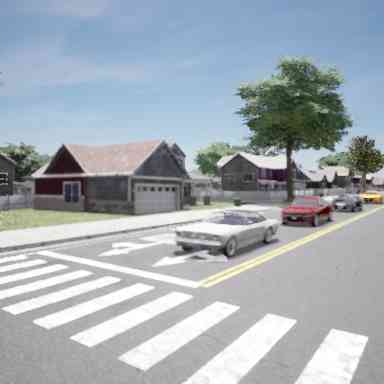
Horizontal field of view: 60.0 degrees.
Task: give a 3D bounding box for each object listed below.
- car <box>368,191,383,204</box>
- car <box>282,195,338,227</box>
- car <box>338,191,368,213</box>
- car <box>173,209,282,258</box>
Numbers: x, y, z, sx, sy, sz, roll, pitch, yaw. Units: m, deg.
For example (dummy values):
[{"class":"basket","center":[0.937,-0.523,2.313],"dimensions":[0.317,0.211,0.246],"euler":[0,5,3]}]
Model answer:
[{"class":"car","center":[21.407,0.615,39.590],"dimensions":[1.882,1.535,5.008],"euler":[1,1,36]},{"class":"car","center":[6.827,1.052,19.567],"dimensions":[1.882,1.535,5.008],"euler":[1,2,36]},{"class":"car","center":[13.234,0.869,28.413],"dimensions":[2.128,1.511,4.902],"euler":[1,1,36]},{"class":"car","center":[1.393,1.344,12.049],"dimensions":[1.895,1.301,4.718],"euler":[1,1,36]}]
